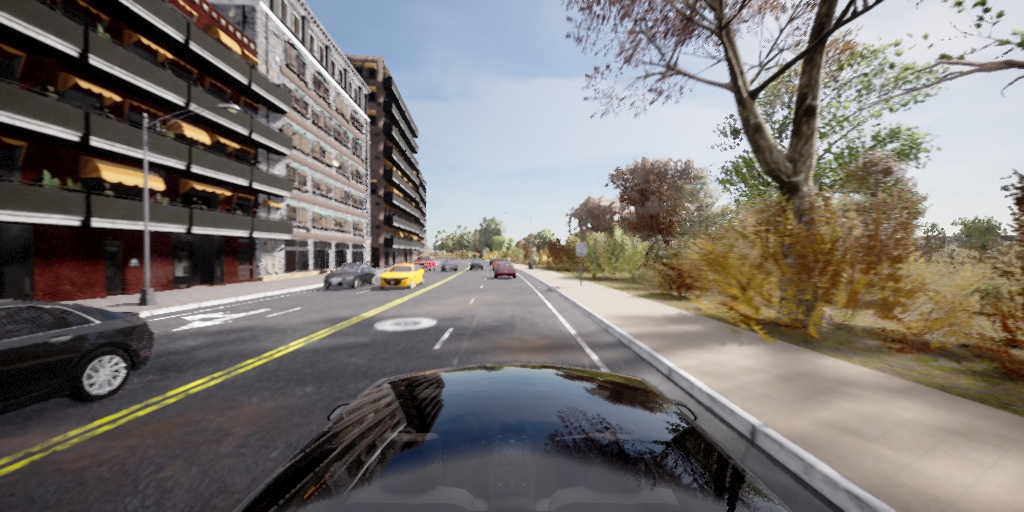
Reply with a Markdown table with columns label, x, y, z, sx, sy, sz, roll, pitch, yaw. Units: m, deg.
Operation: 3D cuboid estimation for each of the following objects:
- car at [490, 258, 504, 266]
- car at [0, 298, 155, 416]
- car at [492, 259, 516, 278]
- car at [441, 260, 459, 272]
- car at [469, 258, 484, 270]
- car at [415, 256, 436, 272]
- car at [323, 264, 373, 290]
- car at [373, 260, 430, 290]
| label | x | y | z | sx | sy | sz | roll | pitch | yaw |
| --- | --- | --- | --- | --- | --- | --- | --- | --- | --- |
| car | -1.750 | 1.071 | 51.672 | 2.097 | 1.767 | 4.553 | 0 | 0 | -4 |
| car | -6.620 | 1.281 | 3.651 | 1.837 | 1.490 | 4.892 | 0 | 0 | 0 |
| car | -0.666 | 1.297 | 33.615 | 1.994 | 1.385 | 4.181 | 0 | 0 | -3 |
| car | -7.962 | 1.246 | 46.276 | 2.128 | 1.511 | 4.902 | 0 | 0 | -3 |
| car | -4.955 | 1.261 | 50.511 | 1.812 | 1.442 | 4.674 | 0 | 0 | -4 |
| car | -11.222 | 0.979 | 46.390 | 2.150 | 2.045 | 5.566 | 0 | 0 | -4 |
| car | -10.193 | 1.273 | 22.927 | 2.128 | 1.511 | 4.902 | 0 | 0 | -2 |
| car | -6.946 | 1.245 | 23.119 | 1.882 | 1.535 | 5.008 | 0 | 0 | -2 |
